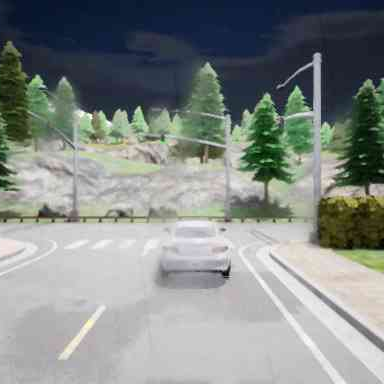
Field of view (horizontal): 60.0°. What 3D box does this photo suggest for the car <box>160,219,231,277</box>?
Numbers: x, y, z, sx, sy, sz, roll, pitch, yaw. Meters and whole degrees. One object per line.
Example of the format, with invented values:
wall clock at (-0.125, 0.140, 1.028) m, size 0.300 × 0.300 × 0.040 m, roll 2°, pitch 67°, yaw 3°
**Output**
car at (0.085, 1.538, 10.132) m, size 1.812 × 1.442 × 4.674 m, roll 0°, pitch 0°, yaw 0°
